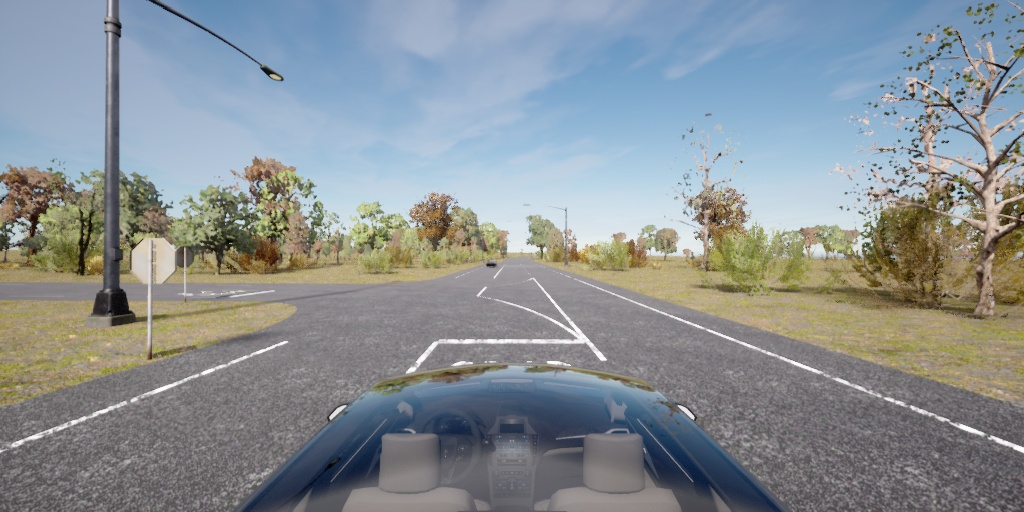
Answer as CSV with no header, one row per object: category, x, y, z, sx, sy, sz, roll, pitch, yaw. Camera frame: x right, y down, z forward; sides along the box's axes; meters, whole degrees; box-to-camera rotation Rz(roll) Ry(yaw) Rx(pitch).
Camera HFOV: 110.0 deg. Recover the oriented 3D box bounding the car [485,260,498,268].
car,-3.316,1.297,58.999,1.895,1.301,4.718,0,0,0
